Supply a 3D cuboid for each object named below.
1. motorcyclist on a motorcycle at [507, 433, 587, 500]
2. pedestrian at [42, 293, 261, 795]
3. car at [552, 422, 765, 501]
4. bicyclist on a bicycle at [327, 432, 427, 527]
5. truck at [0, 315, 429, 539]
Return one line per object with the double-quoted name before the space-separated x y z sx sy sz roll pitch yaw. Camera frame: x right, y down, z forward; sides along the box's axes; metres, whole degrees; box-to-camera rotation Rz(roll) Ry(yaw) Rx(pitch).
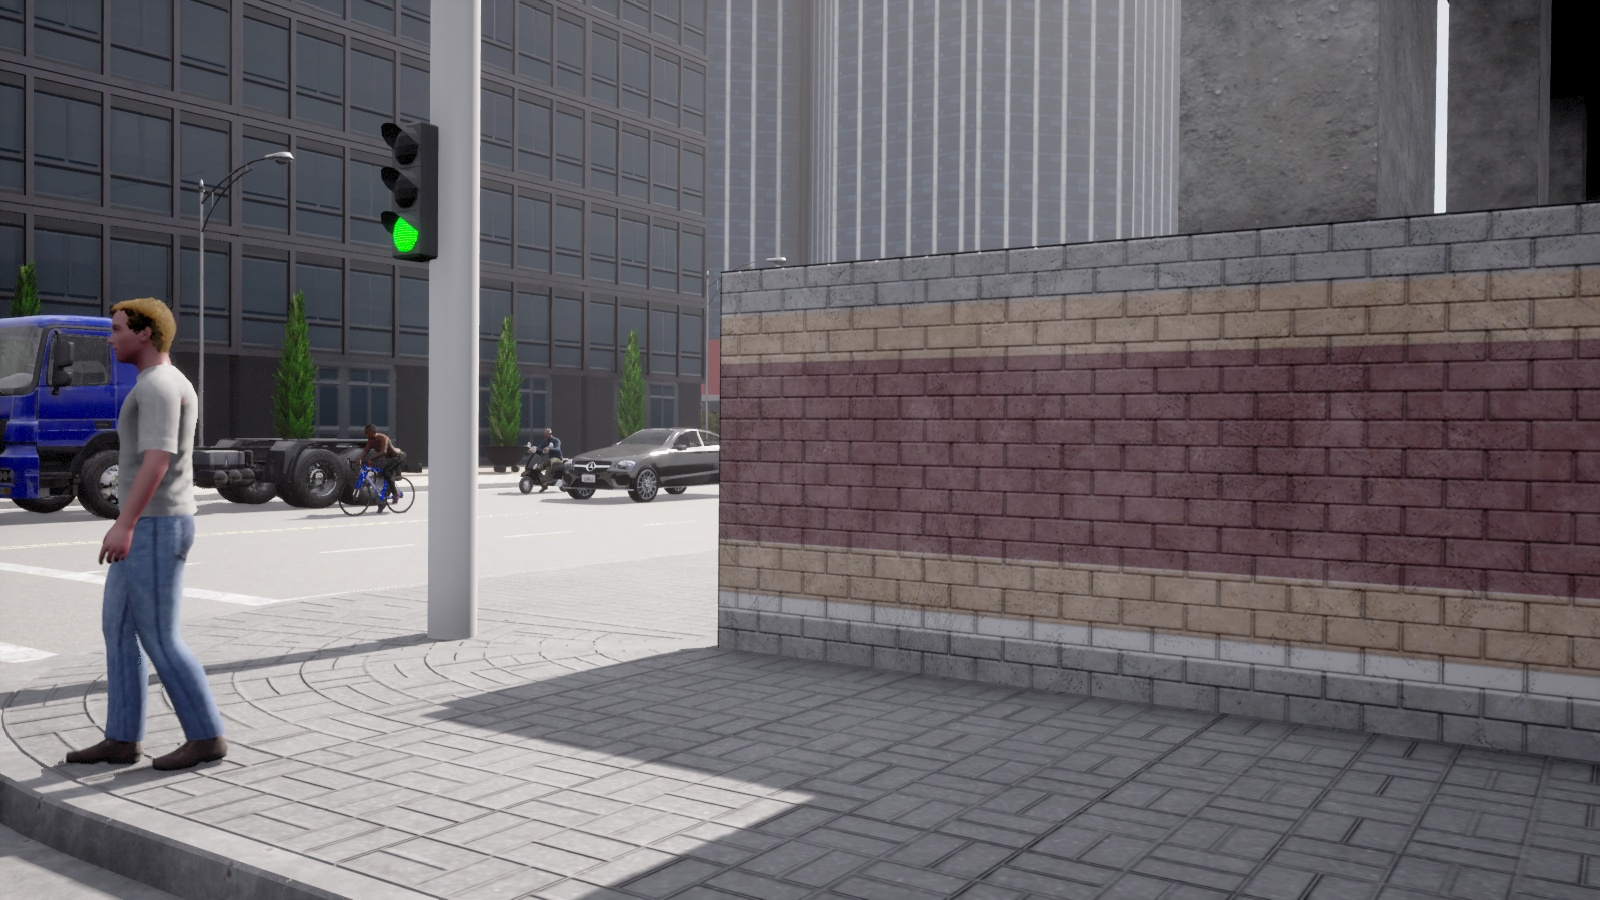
"motorcyclist on a motorcycle" -6.189 0.376 30.776 0.866 1.590 1.817 0 1 34
"pedestrian" -2.496 0.338 4.884 0.706 1.836 0.354 -1 1 -23
"car" -3.141 0.197 29.035 2.152 1.651 5.027 0 1 34
"bicyclist on a bicycle" -7.542 0.501 22.464 0.582 1.620 1.656 0 1 34
"truck" -11.092 -0.415 23.453 2.891 3.462 7.936 0 1 34
